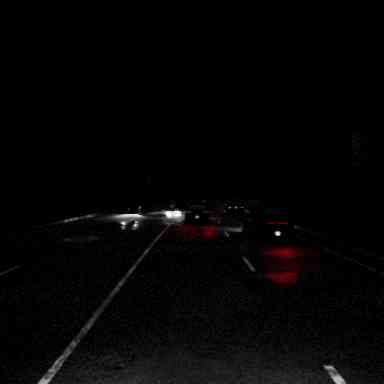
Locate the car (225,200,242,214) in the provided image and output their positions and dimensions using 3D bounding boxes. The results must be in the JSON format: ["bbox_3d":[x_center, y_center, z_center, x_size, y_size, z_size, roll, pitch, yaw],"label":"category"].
[{"bbox_3d":[4.494,1.554,34.913,2.033,1.411,5.357,0,0,5],"label":"car"}]

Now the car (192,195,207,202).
[{"bbox_3d":[1.771,1.488,75.316,2.033,1.411,5.357,0,0,18],"label":"car"}]

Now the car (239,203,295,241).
[{"bbox_3d":[3.701,1.507,16.615,1.837,1.490,4.892,0,0,1],"label":"car"}]

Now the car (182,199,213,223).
[{"bbox_3d":[0.445,1.528,25.149,1.812,1.442,4.674,0,0,2],"label":"car"}]

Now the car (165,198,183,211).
[{"bbox_3d":[-2.060,1.494,41.532,2.128,1.511,4.902,0,0,7],"label":"car"}]

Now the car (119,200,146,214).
[{"bbox_3d":[-6.180,1.564,35.008,1.994,1.385,4.181,0,0,4],"label":"car"}]

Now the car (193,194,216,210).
[{"bbox_3d":[1.794,1.228,42.965,2.150,2.045,5.566,0,0,7],"label":"car"}]
